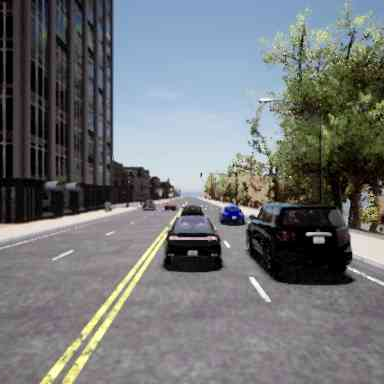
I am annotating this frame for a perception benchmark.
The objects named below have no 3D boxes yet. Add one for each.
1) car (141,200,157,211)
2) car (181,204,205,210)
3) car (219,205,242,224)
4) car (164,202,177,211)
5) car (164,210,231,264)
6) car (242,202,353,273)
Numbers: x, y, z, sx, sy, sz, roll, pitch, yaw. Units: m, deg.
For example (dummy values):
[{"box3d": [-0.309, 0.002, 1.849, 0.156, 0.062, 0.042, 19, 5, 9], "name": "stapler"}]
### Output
[{"box3d": [-6.564, 2.083, 51.113, 1.837, 1.490, 4.892, 0, -1, 0], "name": "car"}, {"box3d": [0.047, 1.800, 28.601, 1.882, 1.535, 5.008, 0, 0, 1], "name": "car"}, {"box3d": [3.290, 1.842, 28.026, 1.812, 1.442, 4.674, 0, 0, 1], "name": "car"}, {"box3d": [-3.308, 2.185, 51.733, 1.895, 1.301, 4.718, 0, -1, 0], "name": "car"}, {"box3d": [0.041, 1.632, 12.342, 2.128, 1.511, 4.902, 0, -1, 0], "name": "car"}, {"box3d": [3.280, 1.351, 11.221, 2.150, 2.045, 5.566, 0, 0, 0], "name": "car"}]
